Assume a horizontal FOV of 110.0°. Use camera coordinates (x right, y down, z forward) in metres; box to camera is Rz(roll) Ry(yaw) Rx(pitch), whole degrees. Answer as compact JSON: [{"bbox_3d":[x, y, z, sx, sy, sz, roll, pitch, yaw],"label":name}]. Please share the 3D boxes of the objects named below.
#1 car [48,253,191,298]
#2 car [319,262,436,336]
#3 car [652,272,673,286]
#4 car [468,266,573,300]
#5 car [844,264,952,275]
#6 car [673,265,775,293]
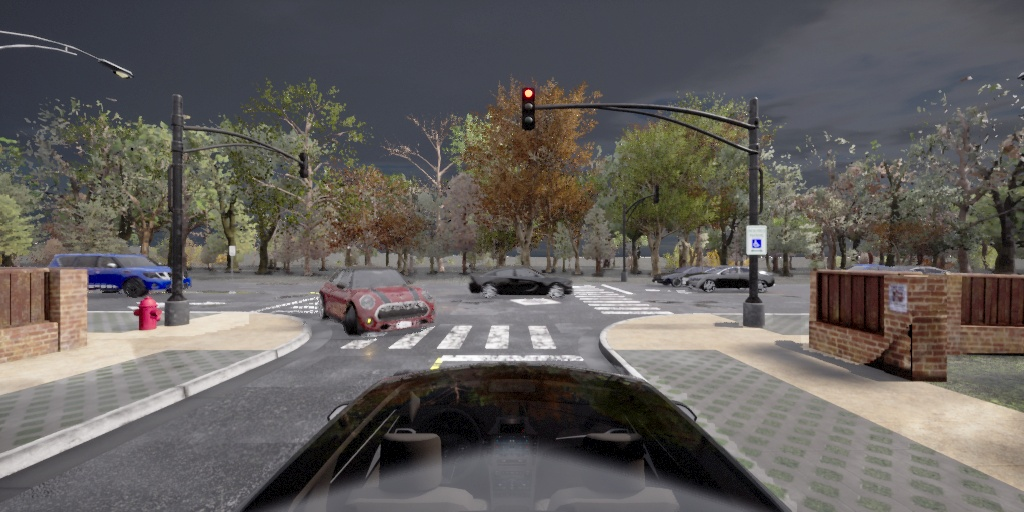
[{"bbox_3d":[-18.888,0.902,17.295,5.566,2.045,2.150,0,0,0],"label":"car"},{"bbox_3d":[-4.093,1.096,10.586,2.097,1.767,4.553,-1,1,-40],"label":"car"},{"bbox_3d":[12.323,1.353,24.044,5.357,1.411,2.033,0,0,0],"label":"car"},{"bbox_3d":[0.409,1.232,17.325,5.008,1.535,1.882,0,0,0],"label":"car"},{"bbox_3d":[22.834,1.329,20.809,4.902,1.511,2.128,0,0,0],"label":"car"},{"bbox_3d":[12.439,1.294,20.795,4.902,1.511,2.128,0,0,0],"label":"car"}]
